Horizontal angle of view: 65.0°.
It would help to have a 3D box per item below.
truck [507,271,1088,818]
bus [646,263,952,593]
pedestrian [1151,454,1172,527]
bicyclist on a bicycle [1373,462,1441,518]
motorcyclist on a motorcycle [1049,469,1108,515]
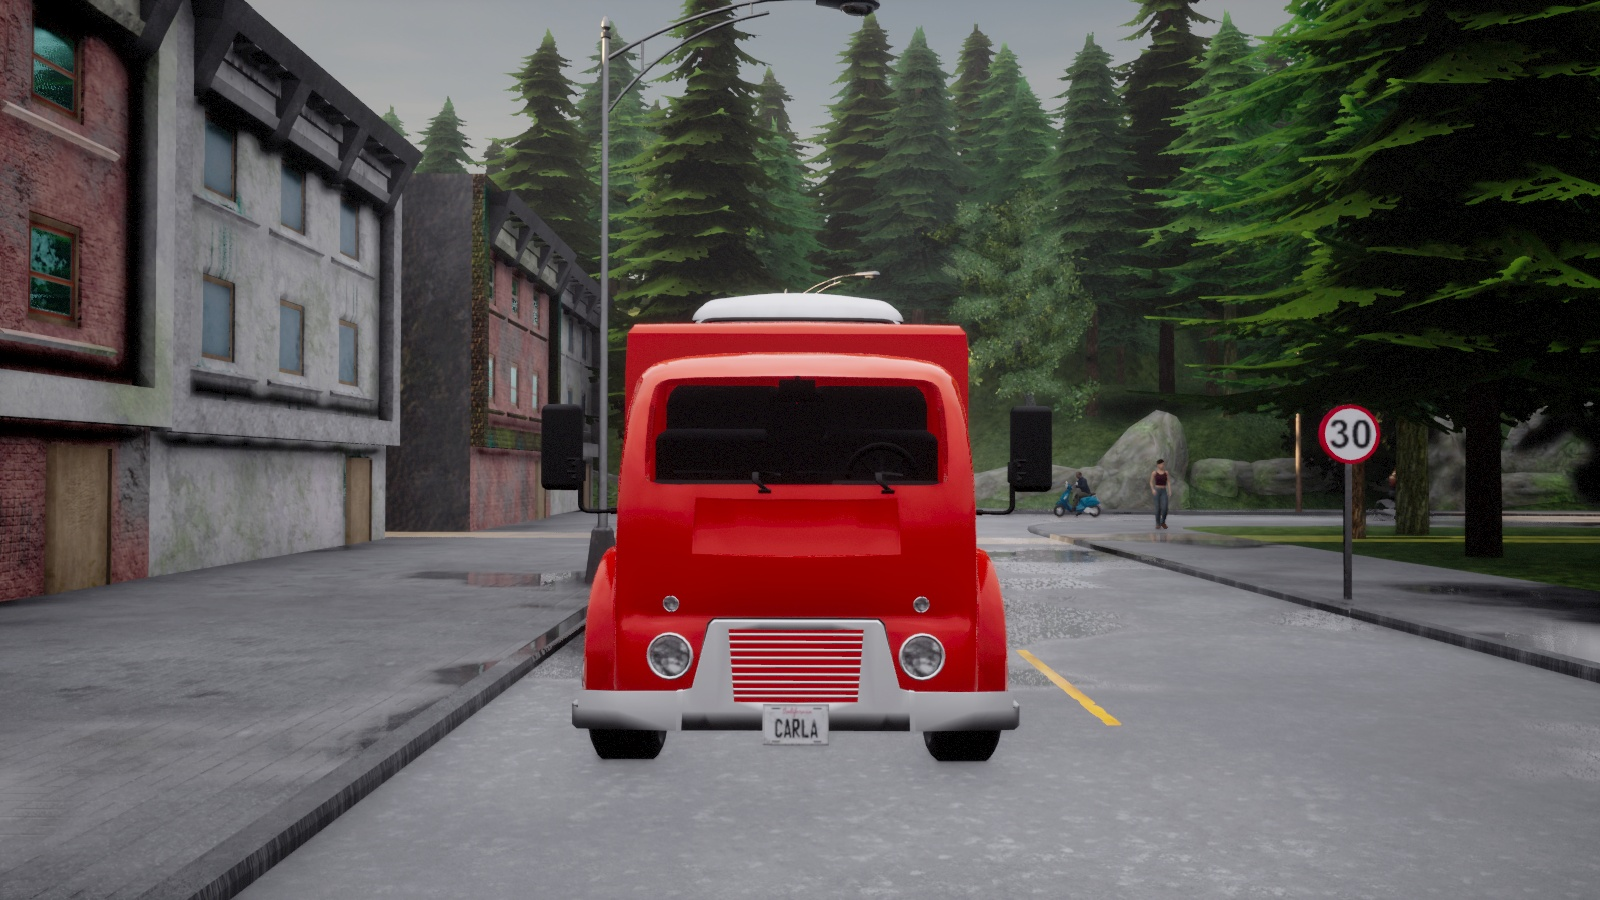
[{"bbox_3d":[-0.024,0.467,8.306,2.627,2.467,5.204,0,-1,0],"label":"truck"},{"bbox_3d":[-0.092,-0.203,21.375,3.944,4.253,10.273,0,-1,-1],"label":"bus"},{"bbox_3d":[9.237,1.025,32.083,0.345,1.836,0.594,0,-1,1],"label":"pedestrian"},{"bbox_3d":[19.468,1.282,40.305,1.843,1.776,0.659,0,-1,-1],"label":"bicyclist on a bicycle"},{"bbox_3d":[9.720,1.465,43.832,1.817,1.590,0.866,0,-1,-11],"label":"motorcyclist on a motorcycle"}]
